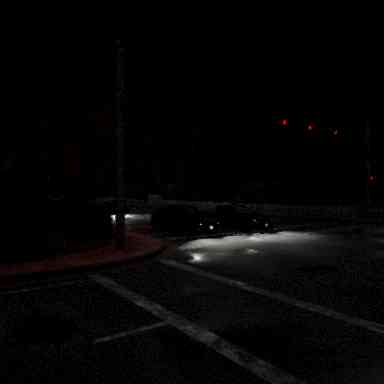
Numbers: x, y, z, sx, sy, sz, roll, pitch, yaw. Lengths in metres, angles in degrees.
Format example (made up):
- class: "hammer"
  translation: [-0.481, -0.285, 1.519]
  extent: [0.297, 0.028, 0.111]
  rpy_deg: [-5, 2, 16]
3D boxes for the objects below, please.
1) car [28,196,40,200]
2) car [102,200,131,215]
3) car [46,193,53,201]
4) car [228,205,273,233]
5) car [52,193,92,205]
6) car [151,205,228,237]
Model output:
- class: "car"
  translation: [-23.912, 1.369, 49.643]
  extent: [2.097, 1.767, 4.553]
  rpy_deg: [0, 0, -37]
- class: "car"
  translation: [-7.936, 1.561, 34.064]
  extent: [1.994, 1.385, 4.181]
  rpy_deg: [0, 0, -37]
- class: "car"
  translation: [-21.017, 1.204, 51.614]
  extent: [2.150, 2.045, 5.566]
  rpy_deg: [0, 0, -37]
- class: "car"
  translation: [2.665, 1.523, 19.977]
  extent: [1.812, 1.442, 4.674]
  rpy_deg: [0, 0, -37]
- class: "car"
  translation: [-11.975, 1.219, 33.611]
  extent: [2.150, 2.045, 5.566]
  rpy_deg: [0, 0, -37]
- class: "car"
  translation: [-0.489, 1.502, 18.325]
  extent: [1.837, 1.490, 4.892]
  rpy_deg: [0, 0, -37]
